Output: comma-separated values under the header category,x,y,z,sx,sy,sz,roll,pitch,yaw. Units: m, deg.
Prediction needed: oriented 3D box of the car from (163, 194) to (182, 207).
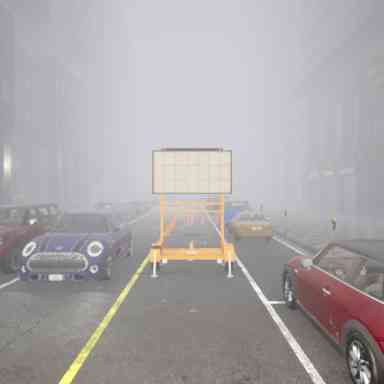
category,x,y,z,sx,sy,sz,roll,pitch,yaw
car,-3.056,1.362,51.479,2.097,1.767,4.553,0,0,0

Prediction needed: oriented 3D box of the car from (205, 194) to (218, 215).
category,x,y,z,sx,sy,sz,roll,pitch,yaw
car,2.782,1.316,33.144,2.192,1.841,5.009,0,0,0

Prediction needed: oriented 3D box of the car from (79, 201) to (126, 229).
category,x,y,z,sx,sy,sz,roll,pitch,yaw
car,-5.750,1.439,21.933,1.967,1.590,4.097,0,0,0

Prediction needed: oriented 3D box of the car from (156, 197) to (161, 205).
category,x,y,z,sx,sy,sz,roll,pitch,yaw
car,-5.727,1.557,55.546,1.887,1.381,4.507,0,0,0

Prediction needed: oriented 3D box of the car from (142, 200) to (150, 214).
category,x,y,z,sx,sy,sz,roll,pitch,yaw
car,-5.742,1.567,33.137,1.947,1.339,4.313,0,0,0

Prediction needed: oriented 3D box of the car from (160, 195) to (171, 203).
category,x,y,z,sx,sy,sz,roll,pitch,yaw
car,-5.715,1.462,72.352,1.967,1.590,4.097,0,0,0

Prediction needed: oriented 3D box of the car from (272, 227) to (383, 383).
category,x,y,z,sx,sy,sz,roll,pitch,yaw
car,2.763,1.440,5.135,1.967,1.590,4.097,0,0,0

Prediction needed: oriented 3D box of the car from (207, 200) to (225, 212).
category,x,y,z,sx,sy,sz,roll,pitch,yaw
car,2.787,1.585,38.746,1.802,1.307,4.206,0,0,0

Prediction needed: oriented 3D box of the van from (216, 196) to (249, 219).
category,x,y,z,sx,sy,sz,roll,pitch,yaw
van,2.775,1.340,21.941,1.690,1.788,3.998,0,0,0

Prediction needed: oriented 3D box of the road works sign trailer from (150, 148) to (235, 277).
category,x,y,z,sx,sy,sz,roll,pitch,yaw
road works sign trailer,0.007,0.463,10.181,2.380,3.560,2.880,0,0,0

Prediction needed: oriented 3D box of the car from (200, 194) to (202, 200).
category,x,y,z,sx,sy,sz,roll,pitch,yaw
car,2.798,1.452,55.551,1.967,1.590,4.097,0,0,0

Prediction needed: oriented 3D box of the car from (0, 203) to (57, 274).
category,x,y,z,sx,sy,sz,roll,pitch,yaw
car,-5.758,1.314,10.729,2.192,1.841,5.009,0,0,0

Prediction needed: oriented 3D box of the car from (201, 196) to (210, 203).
category,x,y,z,sx,sy,sz,roll,pitch,yaw
car,2.811,1.604,72.356,1.802,1.307,4.206,0,0,0

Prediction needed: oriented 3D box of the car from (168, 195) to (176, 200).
category,x,y,z,sx,sy,sz,roll,pitch,yaw
car,-5.699,1.581,94.761,1.887,1.381,4.507,0,0,0

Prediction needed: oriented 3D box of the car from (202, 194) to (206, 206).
category,x,y,z,sx,sy,sz,roll,pitch,yaw
car,2.790,1.321,44.347,2.192,1.841,5.009,0,0,0

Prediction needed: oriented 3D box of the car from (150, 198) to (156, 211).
category,x,y,z,sx,sy,sz,roll,pitch,yaw
car,-5.738,1.569,38.739,1.947,1.339,4.313,0,0,0

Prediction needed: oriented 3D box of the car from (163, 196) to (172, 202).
category,x,y,z,sx,sy,sz,roll,pitch,yaw
car,-5.711,1.570,77.954,1.887,1.381,4.507,0,0,0

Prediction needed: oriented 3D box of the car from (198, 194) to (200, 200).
category,x,y,z,sx,sy,sz,roll,pitch,yaw
car,2.806,1.459,66.754,1.967,1.590,4.097,0,0,0

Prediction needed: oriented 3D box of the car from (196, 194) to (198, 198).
category,x,y,z,sx,sy,sz,roll,pitch,yaw
car,2.823,1.578,89.161,1.887,1.381,4.507,0,0,0

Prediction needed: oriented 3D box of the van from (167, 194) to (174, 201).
category,x,y,z,sx,sy,sz,roll,pitch,yaw
van,-5.703,1.374,89.159,1.690,1.788,3.998,0,0,0

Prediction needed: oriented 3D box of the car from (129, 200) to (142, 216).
category,x,y,z,sx,sy,sz,roll,pitch,yaw
car,-5.746,1.550,27.536,2.008,1.369,4.403,0,0,0

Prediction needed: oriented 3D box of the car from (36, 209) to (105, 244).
category,x,y,z,sx,sy,sz,roll,pitch,yaw
car,-5.754,1.580,16.331,1.802,1.307,4.206,0,0,0

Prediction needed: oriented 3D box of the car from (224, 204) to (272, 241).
category,x,y,z,sx,sy,sz,roll,pitch,yaw
car,2.771,1.524,16.510,1.752,1.417,4.829,0,0,0

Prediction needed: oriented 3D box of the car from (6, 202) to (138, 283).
category,x,y,z,sx,sy,sz,roll,pitch,yaw
car,-3.094,1.351,9.805,2.097,1.767,4.553,0,0,0
